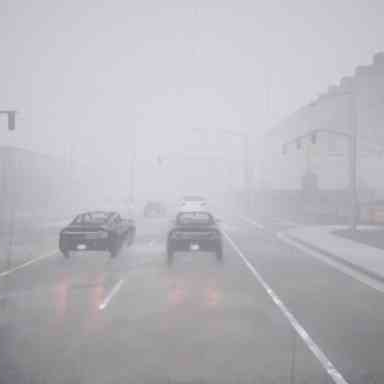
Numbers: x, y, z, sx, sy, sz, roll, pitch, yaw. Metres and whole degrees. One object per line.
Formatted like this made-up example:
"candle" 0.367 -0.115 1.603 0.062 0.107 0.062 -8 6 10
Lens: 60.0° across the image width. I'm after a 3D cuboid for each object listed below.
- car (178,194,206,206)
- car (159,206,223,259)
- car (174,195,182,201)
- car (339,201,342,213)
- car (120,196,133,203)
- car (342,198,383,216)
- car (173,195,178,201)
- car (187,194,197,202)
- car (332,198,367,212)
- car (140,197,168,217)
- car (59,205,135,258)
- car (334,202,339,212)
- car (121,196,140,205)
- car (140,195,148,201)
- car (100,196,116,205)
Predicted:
"car" 0.097 1.207 30.637 2.150 2.045 5.566 0 0 0
"car" 0.090 1.485 12.609 2.128 1.511 4.902 0 0 0
"car" -3.491 1.538 86.618 1.895 1.301 4.718 0 0 0
"car" 15.947 1.438 29.046 2.038 1.542 4.974 0 0 -36
"car" -13.993 1.561 71.558 1.895 1.301 4.718 0 0 0
"car" 15.979 1.280 29.004 1.853 1.218 4.536 0 0 -36
"car" -3.492 1.513 77.879 1.994 1.385 4.181 0 0 0
"car" 0.008 1.316 77.214 2.097 1.767 4.553 0 0 0
"car" 15.972 1.278 33.692 1.853 1.218 4.536 0 0 44
"car" -3.403 1.490 31.563 1.837 1.490 4.892 0 0 0
"car" -3.409 1.485 12.725 2.128 1.511 4.902 0 0 0
"car" 15.937 1.435 33.654 2.038 1.542 4.974 0 0 44
"car" -10.548 1.498 55.997 1.812 1.442 4.674 0 0 1
"car" -10.493 1.443 71.636 1.882 1.535 5.008 0 0 0
"car" -14.048 1.477 55.950 1.837 1.490 4.892 0 0 0
